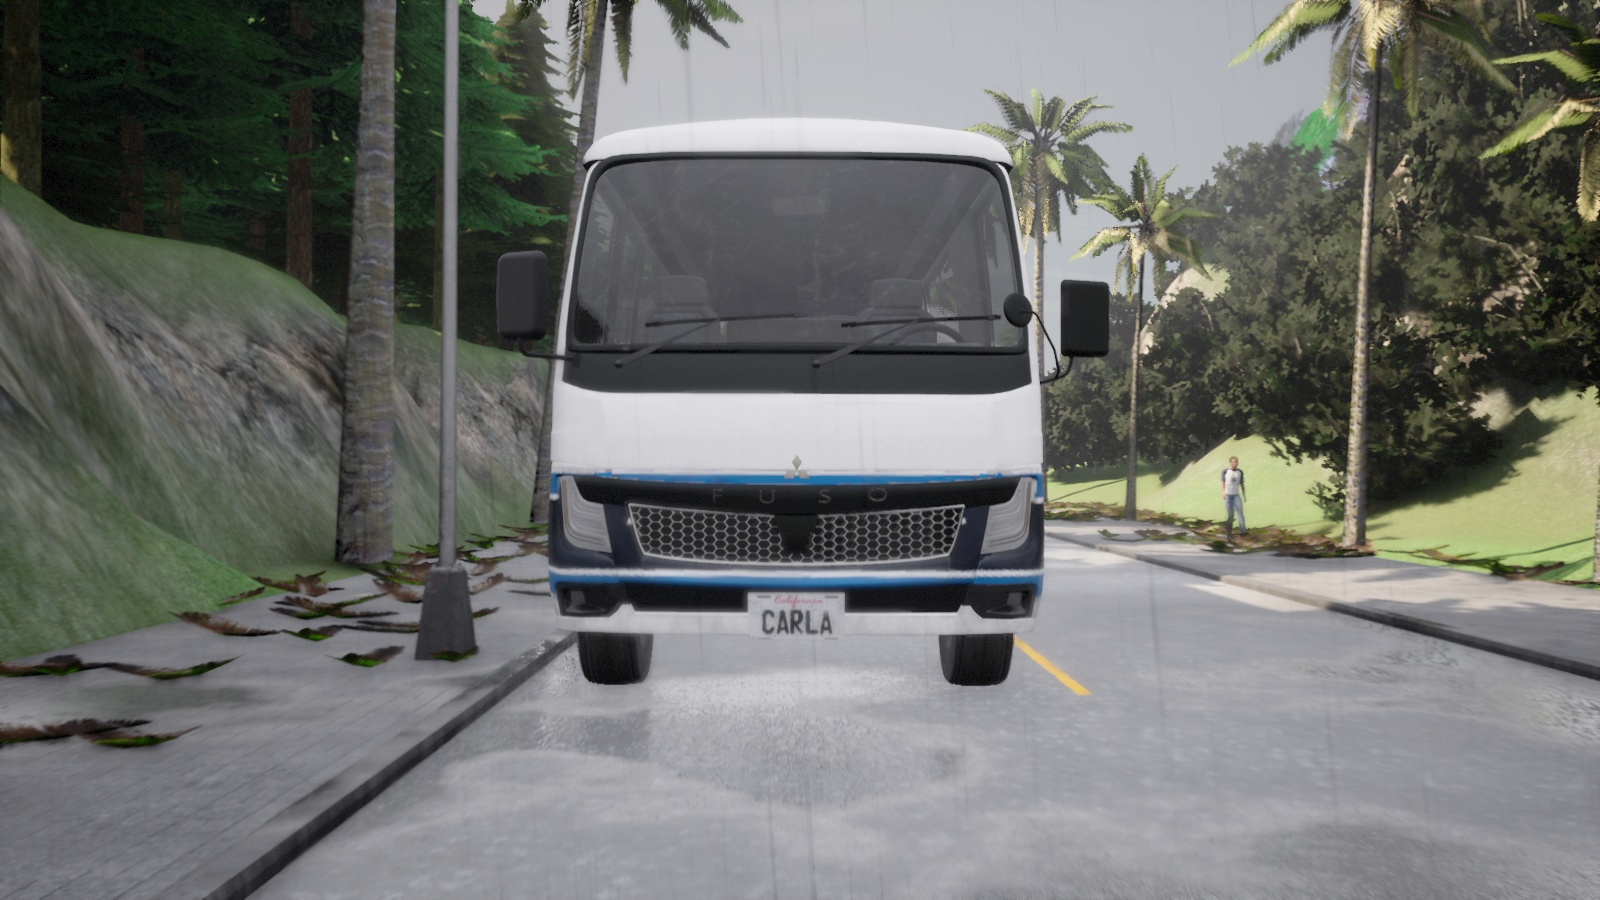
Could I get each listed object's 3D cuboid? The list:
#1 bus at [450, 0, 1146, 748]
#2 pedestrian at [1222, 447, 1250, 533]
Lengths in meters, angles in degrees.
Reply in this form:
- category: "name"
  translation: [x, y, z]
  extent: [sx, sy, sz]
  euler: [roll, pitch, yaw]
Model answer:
- category: "bus"
  translation: [-0.032, -0.356, 12.283]
  extent: [3.944, 4.253, 10.273]
  euler: [0, -1, 0]
- category: "pedestrian"
  translation: [9.494, 0.869, 27.355]
  extent: [0.354, 1.836, 0.706]
  euler: [0, -1, 1]
